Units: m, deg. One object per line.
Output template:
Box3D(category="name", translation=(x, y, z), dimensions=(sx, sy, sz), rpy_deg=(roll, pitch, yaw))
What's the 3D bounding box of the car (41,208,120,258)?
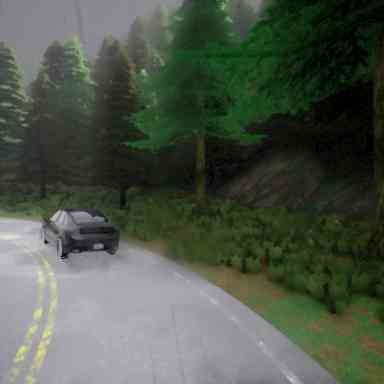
Box3D(category="car", translation=(-4.196, 1.344, 12.226), dimensions=(1.837, 1.490, 4.892), rpy_deg=(2, 1, -34))
